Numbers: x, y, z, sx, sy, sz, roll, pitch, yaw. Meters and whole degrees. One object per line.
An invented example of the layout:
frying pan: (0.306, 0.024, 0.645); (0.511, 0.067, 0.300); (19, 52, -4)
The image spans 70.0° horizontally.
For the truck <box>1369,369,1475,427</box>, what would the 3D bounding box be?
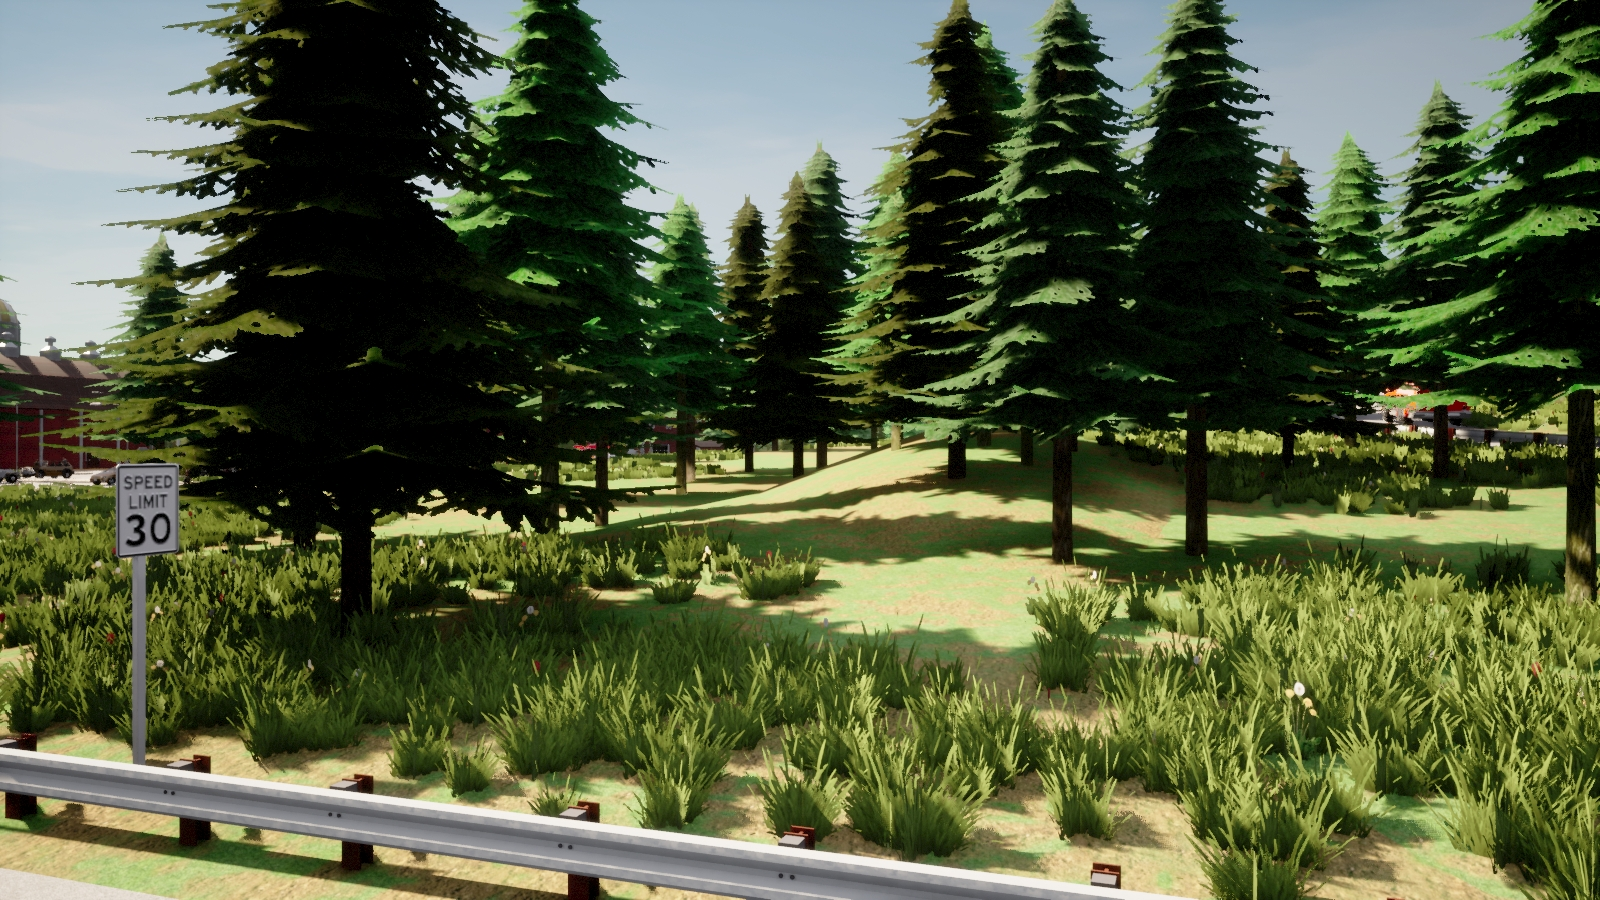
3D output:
truck: (28.644, -2.464, 52.842); (2.627, 2.467, 5.204); (0, 5, 9)
